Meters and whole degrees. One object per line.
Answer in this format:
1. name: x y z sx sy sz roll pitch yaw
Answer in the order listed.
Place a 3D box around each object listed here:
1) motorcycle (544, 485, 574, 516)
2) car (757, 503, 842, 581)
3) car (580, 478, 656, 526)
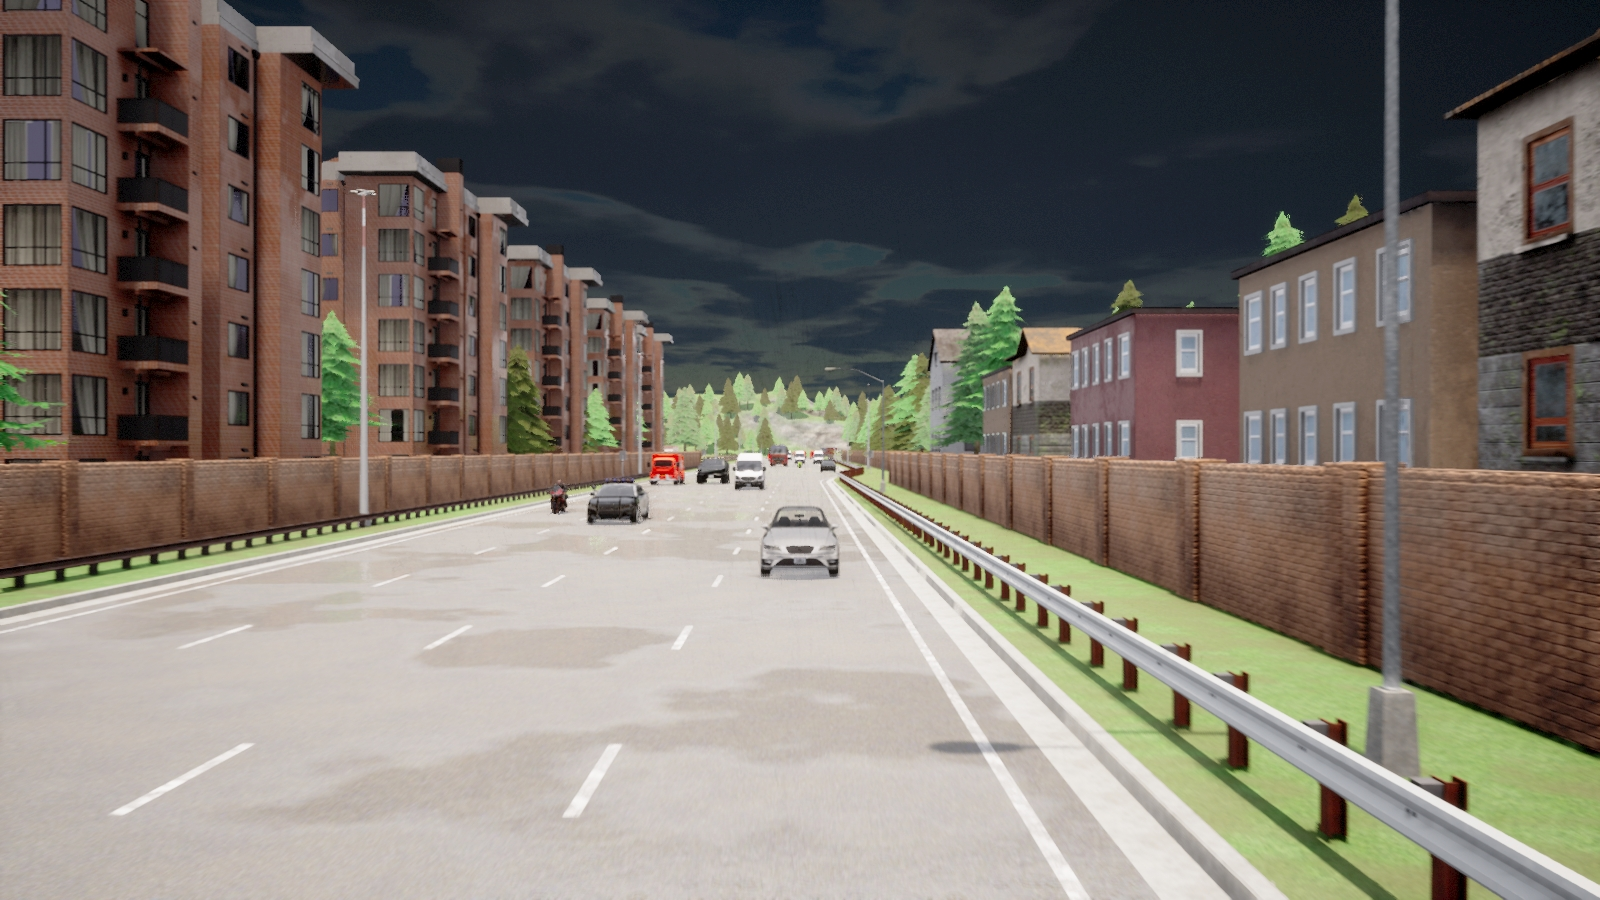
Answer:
1. motorcycle: -10.504 2.191 49.911 0.867 1.251 2.209 0 0 0
2. car: -0.004 2.058 26.520 1.816 1.474 4.193 0 0 0
3. car: -7.002 1.970 44.515 2.097 1.638 5.238 0 0 0
